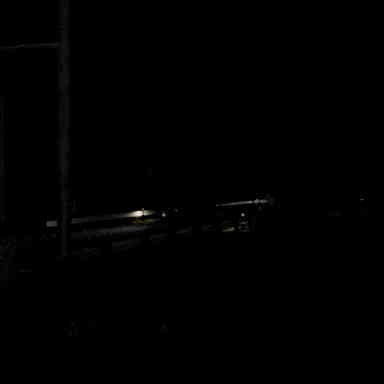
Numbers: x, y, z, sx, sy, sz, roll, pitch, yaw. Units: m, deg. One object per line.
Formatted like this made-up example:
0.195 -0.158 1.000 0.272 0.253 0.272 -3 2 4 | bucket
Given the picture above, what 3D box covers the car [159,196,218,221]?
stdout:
-0.201 1.095 23.140 2.128 1.511 4.902 0 3 41 | car
